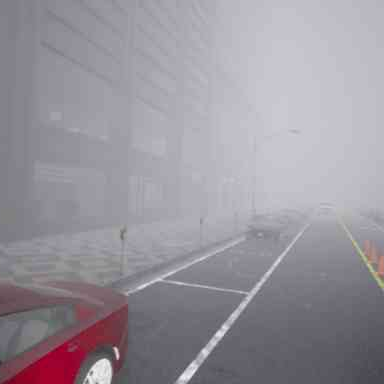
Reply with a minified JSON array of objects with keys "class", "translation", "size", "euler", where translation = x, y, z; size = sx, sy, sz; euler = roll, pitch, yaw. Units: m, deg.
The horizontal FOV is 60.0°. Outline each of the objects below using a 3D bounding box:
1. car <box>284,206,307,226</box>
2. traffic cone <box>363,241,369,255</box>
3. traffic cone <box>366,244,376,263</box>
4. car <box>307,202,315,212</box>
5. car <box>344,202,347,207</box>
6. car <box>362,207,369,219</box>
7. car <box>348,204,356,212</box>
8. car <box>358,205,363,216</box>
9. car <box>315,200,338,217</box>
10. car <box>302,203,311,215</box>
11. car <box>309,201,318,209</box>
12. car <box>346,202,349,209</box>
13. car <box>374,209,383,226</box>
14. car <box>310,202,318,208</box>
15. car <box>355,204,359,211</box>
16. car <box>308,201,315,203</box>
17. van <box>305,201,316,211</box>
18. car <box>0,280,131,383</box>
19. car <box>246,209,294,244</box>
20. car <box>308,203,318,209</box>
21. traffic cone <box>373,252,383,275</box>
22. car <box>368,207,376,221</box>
[{"class":"car","translation":[8.371,2.105,28.493],"size":[2.008,1.369,4.403],"euler":[3,0,22]},{"class":"traffic cone","translation":[7.464,2.355,14.114],"size":[0.340,0.580,0.340],"euler":[2,-1,22]},{"class":"traffic cone","translation":[6.713,2.311,12.261],"size":[0.340,0.580,0.340],"euler":[2,-1,22]},{"class":"car","translation":[16.817,2.611,49.340],"size":[1.802,1.307,4.206],"euler":[3,0,22]},{"class":"car","translation":[39.502,3.642,82.622],"size":[1.887,1.381,4.507],"euler":[3,0,22]},{"class":"car","translation":[22.605,2.719,40.927],"size":[1.887,1.381,4.507],"euler":[3,0,22]},{"class":"car","translation":[33.166,3.299,66.987],"size":[1.887,1.381,4.507],"euler":[3,0,22]},{"class":"car","translation":[24.717,2.836,46.139],"size":[1.887,1.381,4.507],"euler":[3,0,22]},{"class":"car","translation":[18.568,2.289,46.047],"size":[2.150,2.045,5.566],"euler":[2,-1,22]},{"class":"car","translation":[12.532,2.315,38.759],"size":[1.752,1.417,4.829],"euler":[3,0,22]},{"class":"car","translation":[29.496,3.161,80.609],"size":[1.967,1.590,4.097],"euler":[3,0,22]},{"class":"car","translation":[35.283,3.309,72.199],"size":[1.967,1.590,4.097],"euler":[3,0,22]},{"class":"car","translation":[18.380,2.481,30.504],"size":[1.887,1.381,4.507],"euler":[3,0,22]},{"class":"car","translation":[31.541,3.357,85.663],"size":[1.752,1.417,4.829],"euler":[3,0,22]},{"class":"car","translation":[26.828,2.974,51.352],"size":[1.947,1.339,4.313],"euler":[3,0,22]},{"class":"car","translation":[21.048,2.702,59.763],"size":[1.967,1.590,4.097],"euler":[3,0,22]},{"class":"van","translation":[23.165,2.718,64.975],"size":[1.690,1.788,3.998],"euler":[3,0,22]},{"class":"car","translation":[-2.189,1.487,2.436],"size":[1.887,1.381,4.507],"euler":[3,0,22]},{"class":"car","translation":[4.147,1.856,18.070],"size":[1.887,1.381,4.507],"euler":[3,0,22]},{"class":"car","translation":[27.378,3.172,75.397],"size":[1.947,1.339,4.313],"euler":[3,0,22]},{"class":"traffic cone","translation":[5.962,2.268,10.408],"size":[0.340,0.580,0.340],"euler":[2,-1,22]},{"class":"car","translation":[20.492,2.600,35.715],"size":[1.887,1.381,4.507],"euler":[3,0,22]}]
